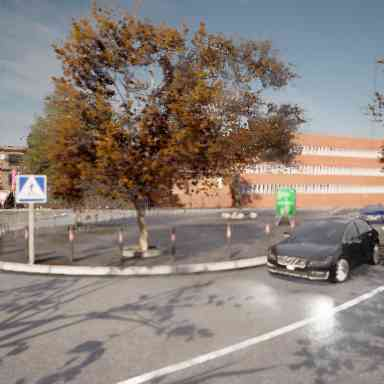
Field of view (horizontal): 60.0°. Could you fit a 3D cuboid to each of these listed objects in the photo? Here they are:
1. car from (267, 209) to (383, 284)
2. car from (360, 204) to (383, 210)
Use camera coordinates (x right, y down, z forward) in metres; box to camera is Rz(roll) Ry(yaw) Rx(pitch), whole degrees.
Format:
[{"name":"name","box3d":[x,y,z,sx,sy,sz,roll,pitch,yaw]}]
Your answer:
[{"name":"car","box3d":[4.075,1.527,9.876,1.837,1.490,4.892,0,1,44]},{"name":"car","box3d":[13.886,1.647,25.371,1.812,1.442,4.674,0,-1,29]}]
